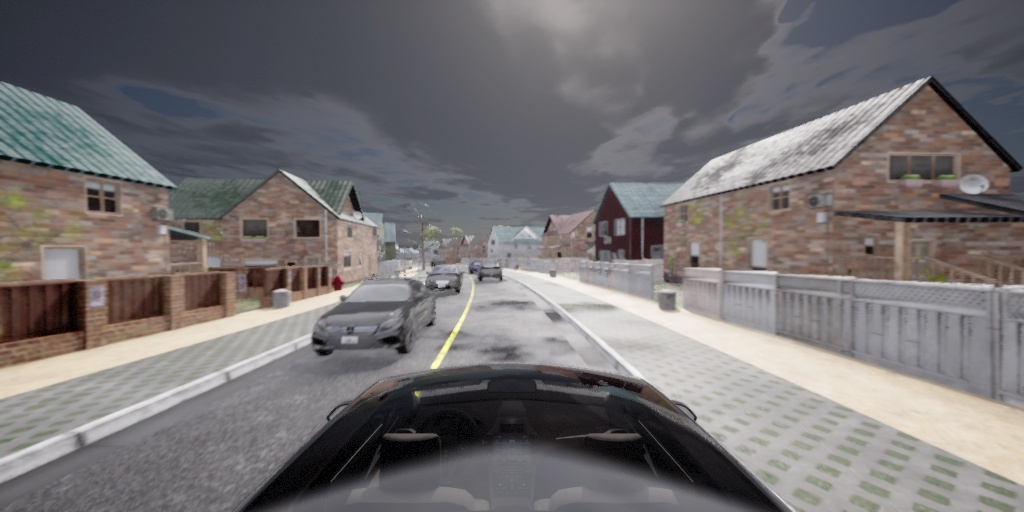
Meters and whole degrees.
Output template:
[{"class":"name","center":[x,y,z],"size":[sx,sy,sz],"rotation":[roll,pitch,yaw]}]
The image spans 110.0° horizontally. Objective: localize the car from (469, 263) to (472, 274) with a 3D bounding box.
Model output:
[{"class":"car","center":[-4.017,1.280,42.221],"size":[1.812,1.442,4.674],"rotation":[-1,0,-11]}]

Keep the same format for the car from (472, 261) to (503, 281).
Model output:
[{"class":"car","center":[-1.859,1.224,29.365],"size":[2.128,1.511,4.902],"rotation":[-1,0,-8]}]

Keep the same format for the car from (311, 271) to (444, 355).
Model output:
[{"class":"car","center":[-3.059,1.288,8.913],"size":[1.812,1.442,4.674],"rotation":[0,0,-2]}]

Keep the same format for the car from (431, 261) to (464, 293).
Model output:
[{"class":"car","center":[-3.771,1.248,20.595],"size":[2.128,1.511,4.902],"rotation":[-1,0,-5]}]
